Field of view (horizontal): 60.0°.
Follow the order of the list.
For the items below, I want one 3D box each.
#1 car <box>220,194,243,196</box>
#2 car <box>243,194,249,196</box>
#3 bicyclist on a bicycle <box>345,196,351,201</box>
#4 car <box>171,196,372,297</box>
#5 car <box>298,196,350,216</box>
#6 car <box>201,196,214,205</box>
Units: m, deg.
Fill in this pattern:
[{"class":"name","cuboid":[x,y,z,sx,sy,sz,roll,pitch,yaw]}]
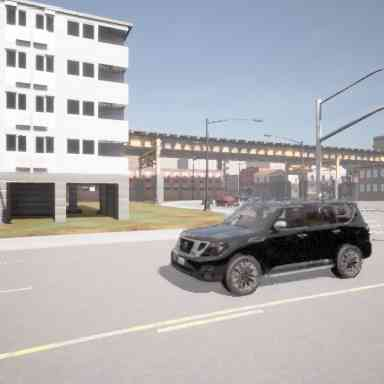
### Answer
[{"class":"car","cuboid":[5.219,1.478,50.086,1.882,1.535,5.008,0,0,-22]},{"class":"car","cuboid":[11.447,1.525,75.426,2.128,1.511,4.902,0,0,41]},{"class":"bicyclist on a bicycle","cuboid":[20.303,1.303,43.336,1.656,1.620,0.582,0,0,-25]},{"class":"car","cuboid":[2.241,1.221,8.824,5.566,2.045,2.150,0,0,-26]},{"class":"car","cuboid":[13.001,1.352,33.090,2.097,1.767,4.553,0,0,-25]},{"class":"car","cuboid":[2.746,1.505,59.893,1.837,1.490,4.892,0,0,-1]}]
